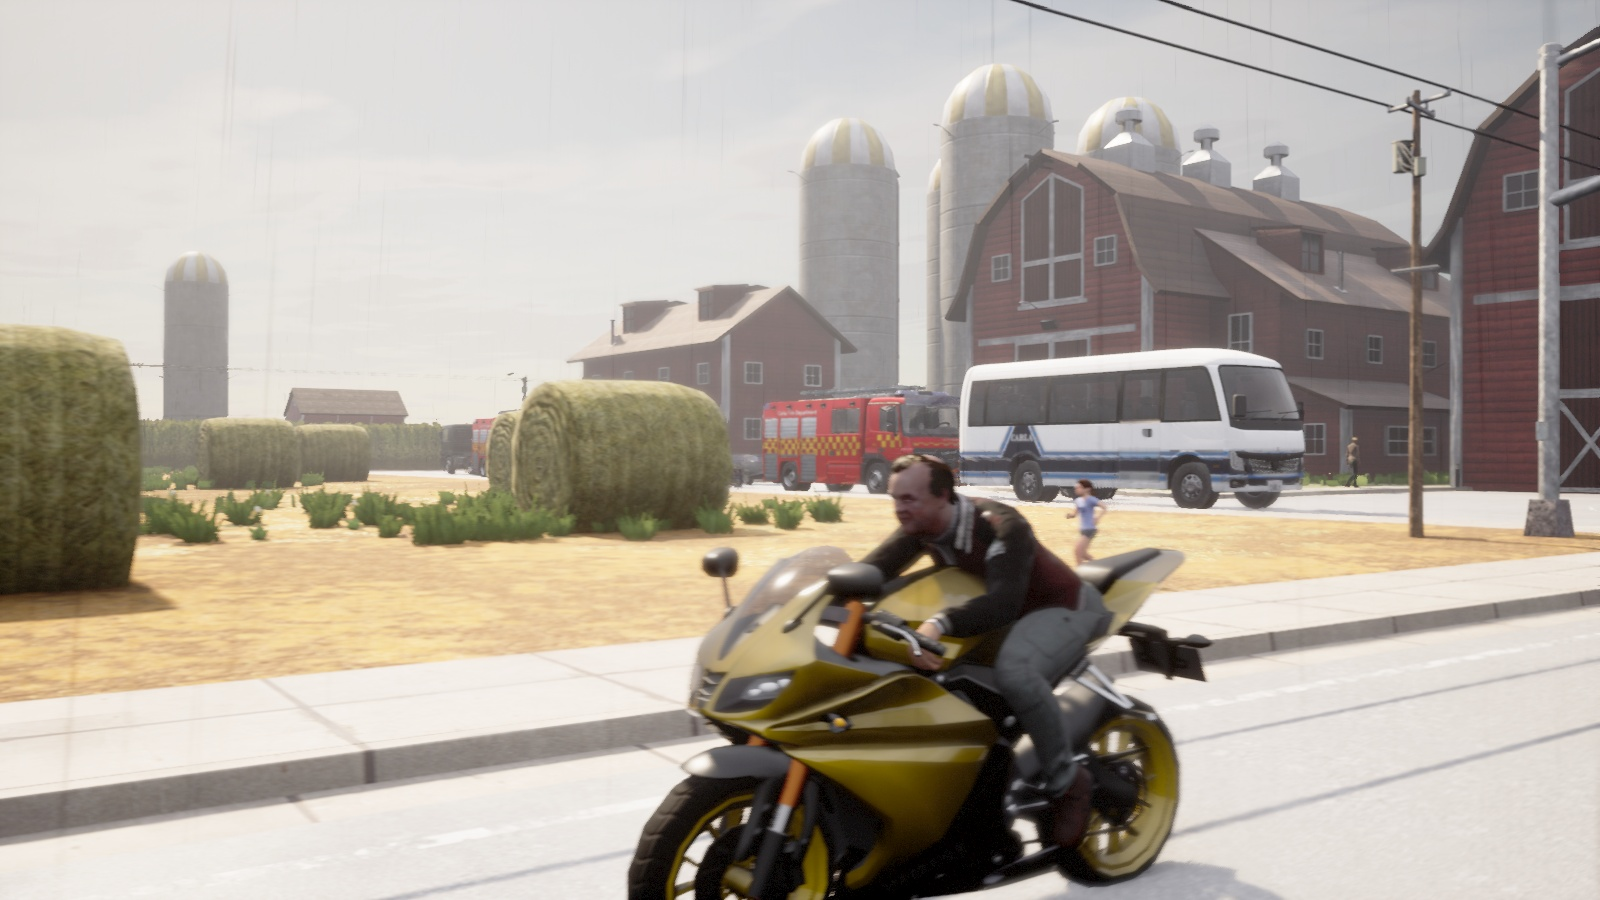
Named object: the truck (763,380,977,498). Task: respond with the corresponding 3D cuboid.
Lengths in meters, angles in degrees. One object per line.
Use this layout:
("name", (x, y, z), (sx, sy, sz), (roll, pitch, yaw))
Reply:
("truck", (2.261, -0.343, 44.710), (2.891, 3.827, 8.468), (0, 0, -36))

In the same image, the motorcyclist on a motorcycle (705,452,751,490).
("motorcyclist on a motorcycle", (-3.000, 0.869, 51.982), (0.866, 1.530, 2.191), (-1, 0, -36))

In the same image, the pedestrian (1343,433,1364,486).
("pedestrian", (19.264, 0.325, 43.705), (0.634, 1.846, 0.331), (0, 0, -20))

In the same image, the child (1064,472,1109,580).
("child", (2.987, 0.784, 13.095), (0.394, 1.110, 0.255), (0, 0, -10))

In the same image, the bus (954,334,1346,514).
("bus", (9.283, -0.596, 35.004), (3.944, 4.253, 10.273), (0, 0, -36))

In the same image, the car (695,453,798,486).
("car", (-2.510, 0.875, 57.268), (2.033, 1.411, 5.357), (-1, 0, -36))

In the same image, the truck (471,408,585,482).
("truck", (-14.950, -0.247, 68.509), (2.891, 3.827, 8.468), (0, 0, -36))

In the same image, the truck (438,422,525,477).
("truck", (-21.135, -0.016, 83.033), (2.891, 3.462, 7.936), (0, 0, -36))

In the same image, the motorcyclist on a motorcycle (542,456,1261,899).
("motorcyclist on a motorcycle", (0.395, 0.789, 3.933), (2.191, 1.530, 0.866), (0, 0, -35))
